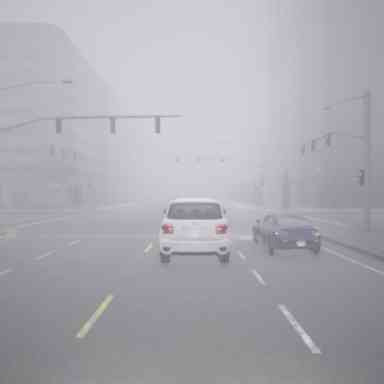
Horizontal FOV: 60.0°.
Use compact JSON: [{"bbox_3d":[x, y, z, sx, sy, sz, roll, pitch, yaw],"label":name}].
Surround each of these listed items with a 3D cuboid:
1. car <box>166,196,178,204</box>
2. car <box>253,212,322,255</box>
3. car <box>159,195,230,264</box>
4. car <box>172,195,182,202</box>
[{"bbox_3d":[-3.671,1.487,62.625,1.882,1.535,5.008,0,0,1],"label":"car"},{"bbox_3d":[3.629,1.528,13.262,1.812,1.442,4.674,0,0,1],"label":"car"},{"bbox_3d":[0.088,1.222,11.976,2.150,2.045,5.566,0,0,0],"label":"car"},{"bbox_3d":[-3.425,1.477,78.969,2.128,1.511,4.902,0,0,1],"label":"car"}]
